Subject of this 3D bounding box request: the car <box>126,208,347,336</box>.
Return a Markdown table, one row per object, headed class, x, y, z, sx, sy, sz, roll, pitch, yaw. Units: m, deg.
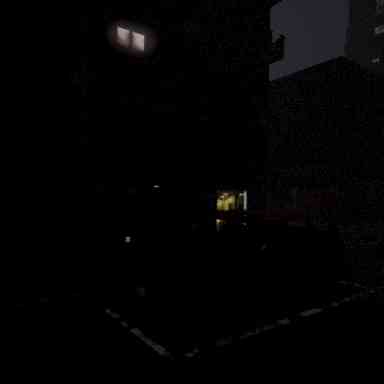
| class | x | y | z | sx | sy | sz | roll | pitch | yaw |
| --- | --- | --- | --- | --- | --- | --- | --- | --- | --- |
| car | 1.210 | 1.318 | 6.927 | 5.009 | 1.841 | 2.192 | 0 | 2 | -35 |
